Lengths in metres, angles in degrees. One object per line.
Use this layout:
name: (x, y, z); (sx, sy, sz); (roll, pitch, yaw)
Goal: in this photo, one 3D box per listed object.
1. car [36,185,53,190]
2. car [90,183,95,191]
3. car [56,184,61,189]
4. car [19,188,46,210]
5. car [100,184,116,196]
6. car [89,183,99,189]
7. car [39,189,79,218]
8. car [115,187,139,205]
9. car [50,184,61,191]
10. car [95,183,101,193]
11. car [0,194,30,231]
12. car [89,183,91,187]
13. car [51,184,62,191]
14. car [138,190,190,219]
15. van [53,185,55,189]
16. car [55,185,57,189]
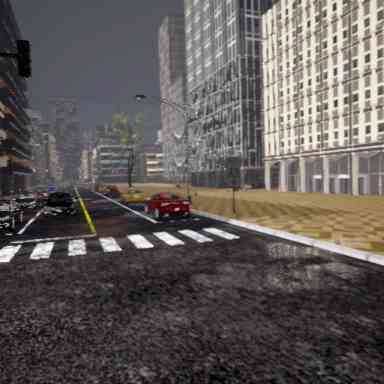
car: (-16.923, 0.226, 36.947); (1.967, 1.590, 4.097); (-3, 3, -20)
car: (-18.446, -0.971, 65.787); (1.887, 1.381, 4.507); (-3, 3, -20)
car: (-24.446, -0.500, 57.747); (1.967, 1.590, 4.097); (-3, 3, -20)
car: (-13.158, 0.701, 26.552); (2.008, 1.369, 4.403); (-3, 3, -20)
car: (-10.922, -0.210, 44.987); (1.802, 1.307, 4.206); (-3, 3, -20)
car: (-24.088, -1.499, 81.387); (2.008, 1.369, 4.403); (-3, 3, -20)
car: (-8.516, 0.778, 21.610); (1.837, 1.490, 4.892); (-3, 3, -20)
car: (-5.341, 0.275, 29.545); (1.752, 1.417, 4.829); (-3, 3, -20)
car: (-30.084, -0.926, 73.352); (2.008, 1.369, 4.403); (-3, 3, -20)
car: (-14.744, -0.636, 55.545); (1.752, 1.417, 4.829); (-3, 3, -20)
car: (-9.396, 1.069, 16.152); (2.008, 1.369, 4.403); (-3, 3, -20)
car: (-20.327, -1.143, 70.987); (2.008, 1.369, 4.403); (-3, 3, -20)
car: (-31.965, -1.104, 78.552); (2.008, 1.369, 4.403); (-3, 3, -20)
car: (-1.520, 0.667, 18.986); (1.887, 1.381, 4.507); (-3, 3, -20)
van: (-18.807, -0.055, 42.142); (1.690, 1.788, 3.998); (-3, 3, -20)
car: (-20.679, 0.003, 47.353); (1.802, 1.307, 4.206); (-3, 3, -20)
